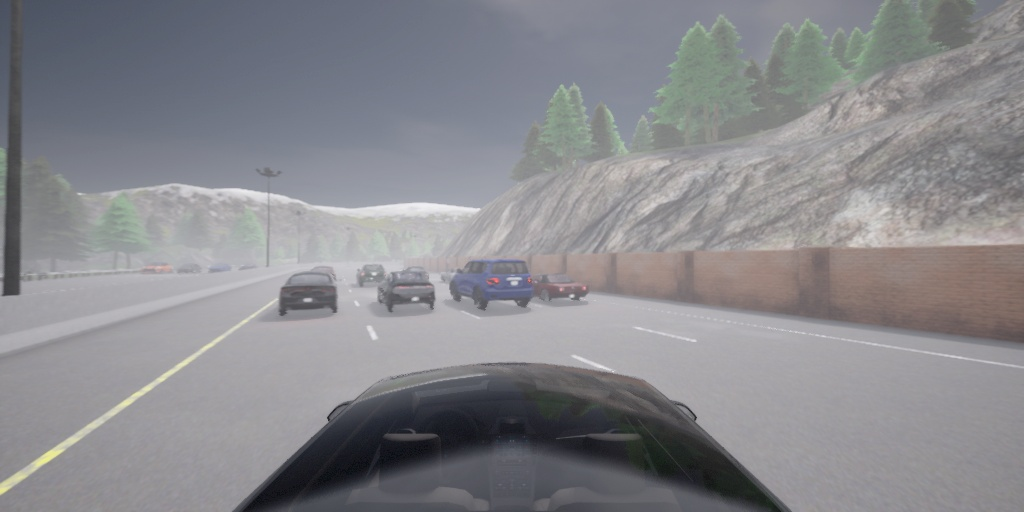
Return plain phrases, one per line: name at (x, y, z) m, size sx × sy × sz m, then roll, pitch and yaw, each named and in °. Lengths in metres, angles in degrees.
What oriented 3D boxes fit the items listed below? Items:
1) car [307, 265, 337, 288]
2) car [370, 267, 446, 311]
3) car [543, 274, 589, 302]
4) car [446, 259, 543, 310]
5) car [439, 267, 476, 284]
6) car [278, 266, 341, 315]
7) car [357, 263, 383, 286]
car at (-14.753, 1.521, 27.992) m, size 1.882 × 1.535 × 5.008 m, roll 0°, pitch 0°, yaw -26°
car at (-4.632, 1.399, 15.433) m, size 2.128 × 1.511 × 4.902 m, roll 0°, pitch -1°, yaw -26°
car at (1.754, 1.548, 18.304) m, size 1.895 × 1.301 × 4.718 m, roll 0°, pitch -1°, yaw -26°
car at (-1.081, 1.143, 16.133) m, size 2.150 × 2.045 × 5.566 m, roll 0°, pitch 0°, yaw -26°
car at (-4.905, 1.699, 31.743) m, size 1.895 × 1.301 × 4.718 m, roll 0°, pitch -1°, yaw -26°
car at (-8.087, 1.370, 14.540) m, size 1.882 × 1.535 × 5.008 m, roll 0°, pitch 0°, yaw -26°
car at (-11.253, 1.408, 28.798) m, size 2.097 × 1.767 × 4.553 m, roll 0°, pitch -1°, yaw -26°
